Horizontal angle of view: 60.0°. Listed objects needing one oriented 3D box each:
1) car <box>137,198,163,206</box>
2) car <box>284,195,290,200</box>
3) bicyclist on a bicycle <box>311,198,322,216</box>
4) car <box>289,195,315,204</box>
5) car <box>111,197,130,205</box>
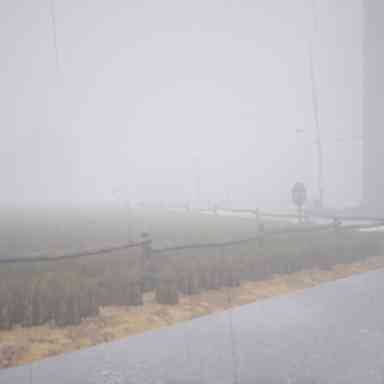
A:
[{"bbox_3d":[-6.038,1.548,47.301,1.882,1.535,5.008,0,0,-35],"label":"car"},{"bbox_3d":[24.009,1.509,78.680,1.932,1.855,4.605,0,0,-36],"label":"car"},{"bbox_3d":[11.189,1.384,29.915,1.656,1.620,0.582,0,0,-36],"label":"bicyclist on a bicycle"},{"bbox_3d":[20.535,1.638,59.705,2.242,1.667,4.611,0,0,-36],"label":"car"},{"bbox_3d":[-11.957,1.595,55.403,1.812,1.442,4.674,0,0,-36],"label":"car"}]
